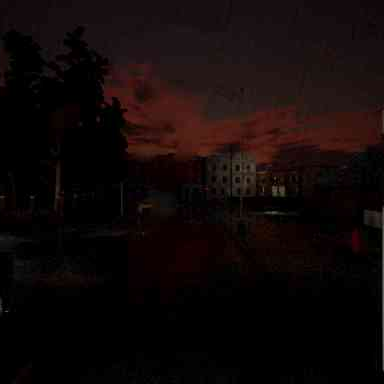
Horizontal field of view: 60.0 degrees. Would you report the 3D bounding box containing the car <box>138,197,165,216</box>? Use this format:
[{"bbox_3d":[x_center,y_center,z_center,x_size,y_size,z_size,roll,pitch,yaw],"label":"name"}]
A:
[{"bbox_3d":[-4.138,1.471,33.227,1.882,1.535,5.008,0,0,0],"label":"car"}]

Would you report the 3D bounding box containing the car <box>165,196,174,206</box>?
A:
[{"bbox_3d":[-4.089,1.481,55.068,2.128,1.511,4.902,0,0,0],"label":"car"}]

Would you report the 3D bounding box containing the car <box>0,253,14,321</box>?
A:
[{"bbox_3d":[-4.104,1.477,3.863,1.882,1.535,5.008,0,0,0],"label":"car"}]
